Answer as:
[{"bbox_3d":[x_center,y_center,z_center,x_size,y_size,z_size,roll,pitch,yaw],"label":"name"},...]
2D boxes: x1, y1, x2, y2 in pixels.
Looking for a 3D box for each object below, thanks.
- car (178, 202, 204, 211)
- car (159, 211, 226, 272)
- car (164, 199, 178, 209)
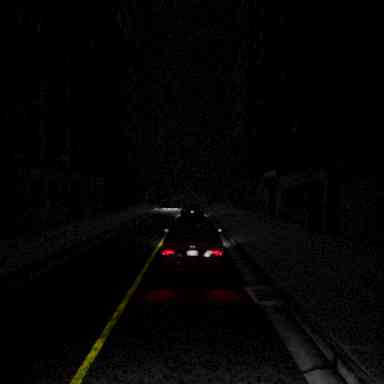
[{"bbox_3d":[0.032,1.638,29.973,1.994,1.385,4.181,0,0,0],"label":"car"},{"bbox_3d":[0.030,1.576,10.804,2.033,1.411,5.357,0,0,1],"label":"car"},{"bbox_3d":[-2.888,1.676,48.348,1.994,1.385,4.181,0,0,0],"label":"car"}]
